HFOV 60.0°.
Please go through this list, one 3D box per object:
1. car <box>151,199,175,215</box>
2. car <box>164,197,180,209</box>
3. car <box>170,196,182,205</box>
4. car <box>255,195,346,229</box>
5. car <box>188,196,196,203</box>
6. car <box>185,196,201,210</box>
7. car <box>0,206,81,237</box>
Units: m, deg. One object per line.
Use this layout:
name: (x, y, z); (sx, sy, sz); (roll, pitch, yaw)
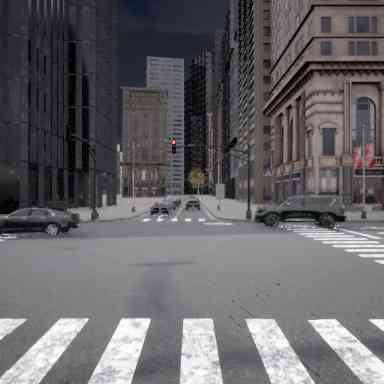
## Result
car: (-3.052, 1.644, 33.782); (1.895, 1.301, 4.718); (0, 0, 0)
car: (-3.058, 1.556, 43.179); (2.128, 1.511, 4.902); (0, 0, 0)
car: (-2.995, 1.597, 62.738); (1.882, 1.535, 5.008); (0, 0, 0)
car: (6.865, 1.235, 21.356); (5.566, 2.045, 2.150); (0, 0, 9)
car: (-0.001, 1.662, 74.428); (1.837, 1.490, 4.892); (0, 0, 0)
car: (0.118, 1.574, 45.295); (1.837, 1.490, 4.892); (0, 0, 0)
car: (-8.404, 1.534, 17.564); (4.892, 1.490, 1.837); (0, 0, 0)
